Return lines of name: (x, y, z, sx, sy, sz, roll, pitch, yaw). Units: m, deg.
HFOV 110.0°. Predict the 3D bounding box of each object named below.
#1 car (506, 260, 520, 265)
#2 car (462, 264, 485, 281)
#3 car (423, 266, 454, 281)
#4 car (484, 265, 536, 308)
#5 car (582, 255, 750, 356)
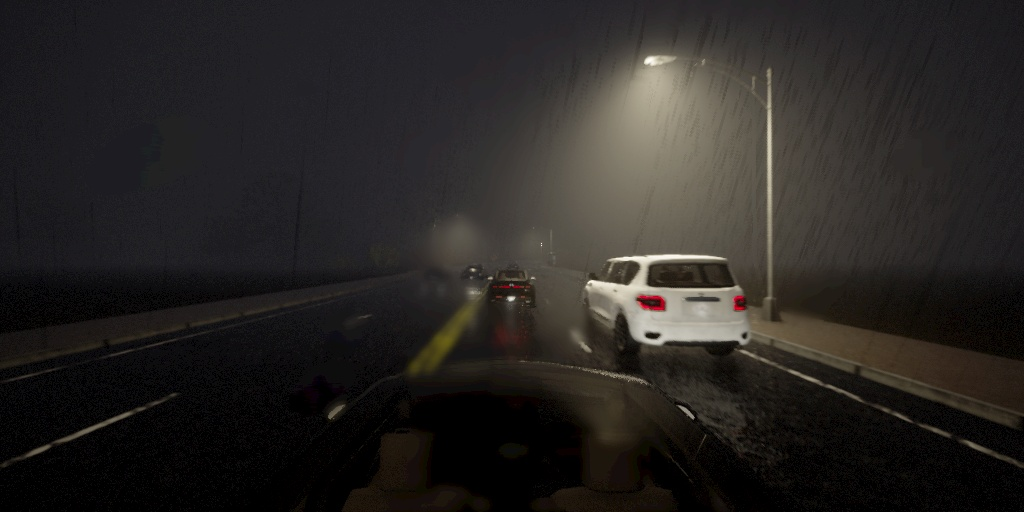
car: (0.110, 1.478, 52.036, 2.033, 1.411, 5.357, 0, 0, 0)
car: (-3.245, 1.429, 32.001, 2.033, 1.411, 5.357, 0, 0, 0)
car: (-6.495, 1.514, 31.971, 1.895, 1.301, 4.718, 0, 0, 0)
car: (-0.013, 1.308, 15.581, 1.837, 1.490, 4.892, 0, 0, 0)
car: (3.251, 0.998, 8.826, 2.150, 2.045, 5.566, 0, 0, 0)
